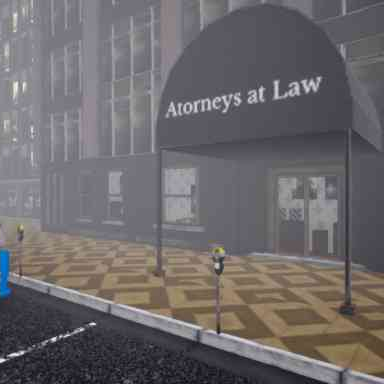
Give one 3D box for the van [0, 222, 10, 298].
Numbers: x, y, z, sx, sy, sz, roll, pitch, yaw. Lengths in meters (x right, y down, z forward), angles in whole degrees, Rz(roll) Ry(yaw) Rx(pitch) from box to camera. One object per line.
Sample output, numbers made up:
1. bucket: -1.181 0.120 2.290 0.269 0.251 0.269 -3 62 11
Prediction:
1. van: -5.327 1.341 6.698 3.998 1.788 1.690 0 0 36
